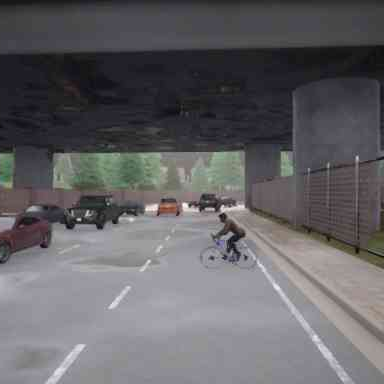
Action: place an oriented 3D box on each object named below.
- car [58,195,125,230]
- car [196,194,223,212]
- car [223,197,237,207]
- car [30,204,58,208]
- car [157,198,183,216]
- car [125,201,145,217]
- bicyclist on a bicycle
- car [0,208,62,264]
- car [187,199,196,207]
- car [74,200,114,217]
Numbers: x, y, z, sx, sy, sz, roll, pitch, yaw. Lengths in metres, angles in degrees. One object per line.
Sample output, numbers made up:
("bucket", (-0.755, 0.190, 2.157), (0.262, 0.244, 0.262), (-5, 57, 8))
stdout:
("car", (-6.298, 1.217, 21.635), (2.150, 2.045, 5.566), (0, 0, 2))
("car", (2.152, 1.214, 39.611), (2.150, 2.045, 5.566), (0, 0, 9))
("car", (5.344, 1.494, 50.281), (1.837, 1.490, 4.892), (0, 0, 23))
("car", (-9.800, 1.521, 21.824), (1.812, 1.442, 4.674), (0, 0, 2))
("car", (-2.100, 1.346, 32.858), (2.097, 1.767, 4.553), (0, 0, 3))
("car", (-5.803, 1.540, 32.134), (2.033, 1.411, 5.357), (0, 0, 3))
("bicyclist on a bicycle", (1.052, 1.438, 9.572), (1.656, 1.620, 0.582), (0, 0, 2))
("car", (-6.691, 1.523, 11.993), (1.812, 1.442, 4.674), (0, 0, 2))
("car", (0.863, 1.590, 48.682), (1.895, 1.301, 4.718), (0, 0, 18))
("car", (-9.308, 1.540, 32.155), (2.033, 1.411, 5.357), (0, 0, 3))
